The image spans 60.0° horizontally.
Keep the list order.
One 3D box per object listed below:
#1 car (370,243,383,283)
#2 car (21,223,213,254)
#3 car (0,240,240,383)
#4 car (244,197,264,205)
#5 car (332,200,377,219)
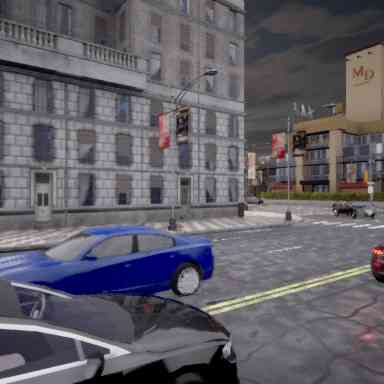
[{"bbox_3d":[6.273,1.526,8.356,4.674,1.442,1.812,0,0,-36],"label":"car"},{"bbox_3d":[-1.783,1.477,7.030,5.008,1.535,1.882,0,0,-36],"label":"car"},{"bbox_3d":[-1.779,1.492,2.595,4.902,1.511,2.128,0,0,-35],"label":"car"},{"bbox_3d":[10.201,1.547,58.903,2.033,1.411,5.357,0,0,-37],"label":"car"},{"bbox_3d":[14.151,1.491,29.181,2.128,1.511,4.902,0,0,-4],"label":"car"}]
